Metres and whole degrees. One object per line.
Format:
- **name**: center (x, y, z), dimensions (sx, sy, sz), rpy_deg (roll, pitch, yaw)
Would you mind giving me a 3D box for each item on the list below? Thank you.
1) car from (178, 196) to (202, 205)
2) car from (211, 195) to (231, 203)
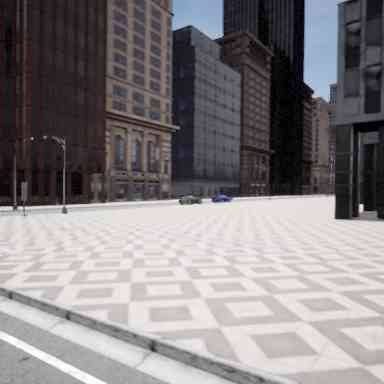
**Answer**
- **car**: center (-0.221, 1.353, 54.237), dimensions (2.128, 1.511, 4.902), rpy_deg (1, 1, 36)
- **car**: center (5.556, 1.295, 62.484), dimensions (1.882, 1.535, 5.008), rpy_deg (1, 1, 35)
